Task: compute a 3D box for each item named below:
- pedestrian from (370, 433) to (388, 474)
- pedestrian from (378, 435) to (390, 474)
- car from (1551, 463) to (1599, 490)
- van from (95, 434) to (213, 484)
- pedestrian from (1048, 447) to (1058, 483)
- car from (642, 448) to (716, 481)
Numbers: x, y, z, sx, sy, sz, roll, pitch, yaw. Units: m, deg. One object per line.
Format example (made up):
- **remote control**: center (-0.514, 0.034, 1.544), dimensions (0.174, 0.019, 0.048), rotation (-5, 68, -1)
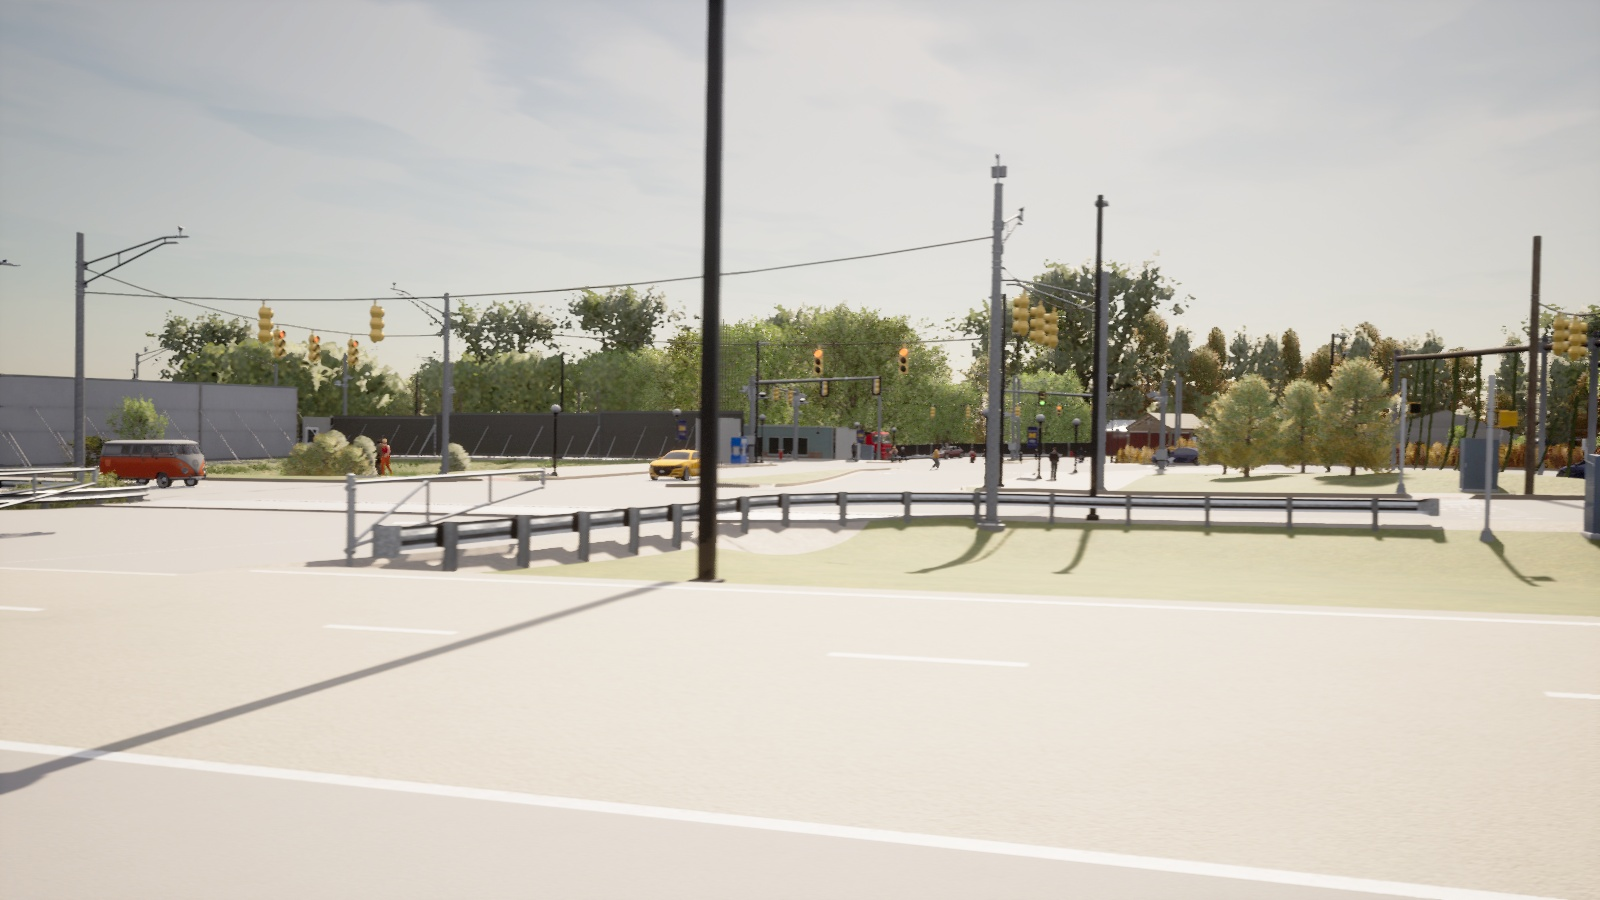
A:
- **pedestrian**: center (-20.307, 0.160, 60.548), dimensions (0.692, 1.930, 0.396), rotation (2, 1, 14)
- **pedestrian**: center (-19.764, 0.196, 59.648), dimensions (0.345, 1.836, 0.594), rotation (2, 1, 4)
- **car**: center (43.417, 1.456, 68.390), dimensions (1.812, 1.442, 4.674), rotation (1, 0, -7)
- **van**: center (-27.005, 0.365, 52.515), dimensions (4.442, 1.987, 1.775), rotation (1, 1, 18)
- **pedestrian**: center (13.928, 0.830, 69.177), dimensions (0.402, 1.930, 0.666), rotation (2, 1, 19)
- **car**: center (-6.043, 0.705, 63.477), dimensions (1.882, 1.535, 5.008), rotation (1, 1, 18)
